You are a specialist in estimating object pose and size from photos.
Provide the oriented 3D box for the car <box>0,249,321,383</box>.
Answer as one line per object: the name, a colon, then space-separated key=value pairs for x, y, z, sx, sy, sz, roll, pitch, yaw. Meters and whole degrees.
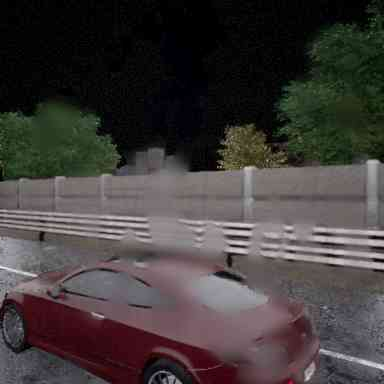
car: x=-0.746 y=1.542 z=4.528 sx=4.674 sy=1.442 sz=1.812 roll=0 pitch=0 yaw=36
